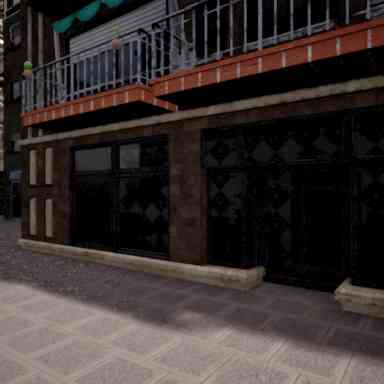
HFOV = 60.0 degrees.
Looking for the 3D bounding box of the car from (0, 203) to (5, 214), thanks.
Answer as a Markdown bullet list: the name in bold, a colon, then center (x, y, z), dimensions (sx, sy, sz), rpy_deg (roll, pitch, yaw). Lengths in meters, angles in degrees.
- **car**: center (-19.409, 1.309, 30.057), dimensions (1.967, 1.590, 4.097), rpy_deg (0, 1, 36)
